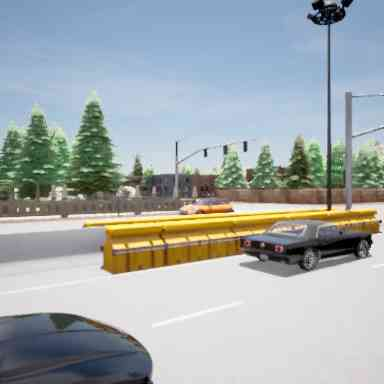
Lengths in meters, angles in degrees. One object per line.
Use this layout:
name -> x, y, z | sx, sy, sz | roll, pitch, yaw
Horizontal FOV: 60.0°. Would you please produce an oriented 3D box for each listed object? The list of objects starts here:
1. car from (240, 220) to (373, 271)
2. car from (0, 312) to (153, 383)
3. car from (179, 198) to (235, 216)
car -> 3.869, 1.562, 10.759 | 4.718, 1.301, 1.895 | 0, 0, -35
car -> -2.575, 1.481, 1.904 | 5.008, 1.535, 1.882 | 1, 0, -35
car -> 1.191, 1.285, 26.153 | 4.553, 1.767, 2.097 | 0, 0, -35
